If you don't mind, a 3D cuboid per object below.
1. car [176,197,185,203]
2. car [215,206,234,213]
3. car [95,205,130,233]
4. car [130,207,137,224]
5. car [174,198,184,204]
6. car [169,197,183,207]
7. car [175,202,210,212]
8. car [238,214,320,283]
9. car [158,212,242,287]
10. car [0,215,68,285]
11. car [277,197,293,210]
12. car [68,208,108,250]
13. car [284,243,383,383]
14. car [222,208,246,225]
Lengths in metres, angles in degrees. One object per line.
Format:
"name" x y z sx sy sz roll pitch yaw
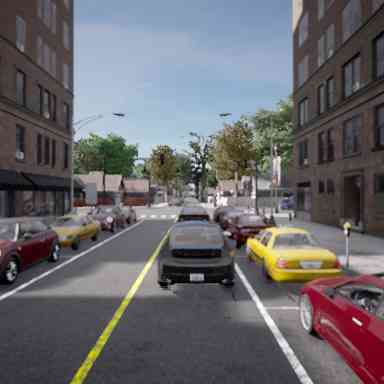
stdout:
"car" -3.093 2.234 91.083 2.128 1.511 4.902 0 0 0
"car" 2.635 1.726 20.530 1.802 1.307 4.206 0 0 0
"car" -5.391 1.585 20.529 1.967 1.590 4.097 0 0 0
"car" -5.390 1.766 26.047 1.802 1.307 4.206 0 0 0
"car" -3.067 2.146 80.827 2.128 1.511 4.902 0 0 0
"car" -3.112 1.978 60.595 1.812 1.442 4.674 0 0 2
"car" 0.101 1.626 21.056 1.882 1.535 5.008 0 0 0
"car" 2.634 1.592 9.665 1.752 1.417 4.829 0 0 0
"car" 0.101 1.573 9.532 1.837 1.490 4.892 0 0 0
"car" -5.391 1.506 9.492 1.967 1.590 4.097 0 0 0
"car" 14.252 1.758 45.773 4.674 1.442 1.812 0 0 -2
"car" -5.391 1.629 14.840 1.752 1.417 4.829 0 0 0
"car" 2.634 1.609 3.976 1.802 1.307 4.206 0 0 0
"car" 2.634 1.650 15.012 1.887 1.381 4.507 0 0 0
